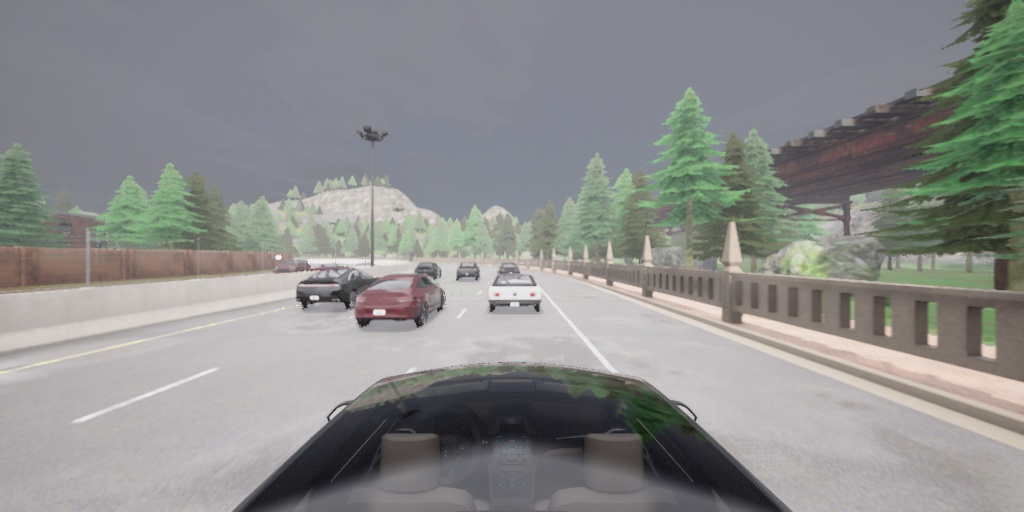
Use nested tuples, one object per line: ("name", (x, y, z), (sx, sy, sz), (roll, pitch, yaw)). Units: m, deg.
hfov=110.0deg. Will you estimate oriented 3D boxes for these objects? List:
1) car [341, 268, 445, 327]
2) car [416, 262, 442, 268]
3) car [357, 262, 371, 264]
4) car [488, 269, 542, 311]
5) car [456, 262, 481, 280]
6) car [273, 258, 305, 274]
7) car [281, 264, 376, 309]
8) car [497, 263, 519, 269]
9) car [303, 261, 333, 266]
("car", (-3.413, 1.285, 11.512), (1.812, 1.442, 4.674), (0, 0, 0))
("car", (-7.293, 1.283, 31.269), (1.837, 1.490, 4.892), (0, 0, -4))
("car", (-15.033, 1.310, 36.628), (1.812, 1.442, 4.674), (0, 0, -8))
("car", (0.098, 1.362, 14.466), (1.895, 1.301, 4.718), (0, 0, 0))
("car", (-3.780, 1.269, 31.166), (2.128, 1.511, 4.902), (0, 0, -4))
("car", (-22.021, 1.137, 36.096), (2.097, 1.767, 4.553), (0, 0, -8))
("car", (-6.902, 1.255, 14.949), (2.128, 1.511, 4.902), (0, 0, 0))
("car", (-0.356, 1.303, 32.230), (1.812, 1.442, 4.674), (0, 0, -4))
("car", (-18.324, 1.385, 35.402), (1.895, 1.301, 4.718), (0, 0, -7))
